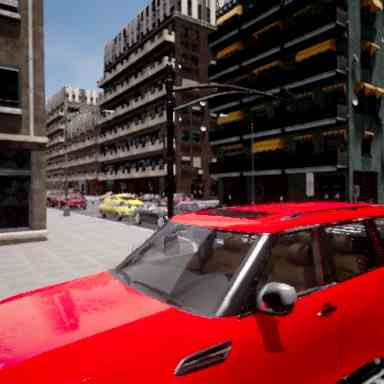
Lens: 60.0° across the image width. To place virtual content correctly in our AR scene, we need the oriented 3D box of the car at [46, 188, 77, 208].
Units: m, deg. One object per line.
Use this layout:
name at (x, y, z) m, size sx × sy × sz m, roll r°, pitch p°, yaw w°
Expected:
car at (-14.811, 0.678, 36.507) m, size 2.192 × 1.841 × 5.009 m, roll 0°, pitch 1°, yaw -36°

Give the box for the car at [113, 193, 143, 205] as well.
car at (-8.010, 0.811, 41.402) m, size 2.008 × 1.369 × 4.403 m, roll 0°, pitch 1°, yaw -36°

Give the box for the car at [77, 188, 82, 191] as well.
car at (-21.087, 0.275, 59.424) m, size 2.192 × 1.841 × 5.009 m, roll 0°, pitch 1°, yaw -36°

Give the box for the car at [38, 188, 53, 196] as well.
car at (-34.166, -0.022, 77.448) m, size 2.192 × 1.841 × 5.009 m, roll 0°, pitch 1°, yaw -36°

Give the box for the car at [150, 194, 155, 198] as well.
car at (-4.741, 0.887, 36.896) m, size 2.008 × 1.369 × 4.403 m, roll 0°, pitch 1°, yaw -36°

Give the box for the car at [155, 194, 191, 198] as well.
car at (-1.470, 0.853, 32.389) m, size 1.967 × 1.590 × 4.097 m, roll 0°, pitch 1°, yaw -36°

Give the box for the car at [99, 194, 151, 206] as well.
car at (-4.904, 1.119, 22.853) m, size 1.752 × 1.417 × 4.829 m, roll 0°, pitch 1°, yaw -36°

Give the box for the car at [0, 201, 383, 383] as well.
car at (0.630, 1.193, 3.699) m, size 5.566 × 2.045 × 2.150 m, roll -1°, pitch 1°, yaw -35°

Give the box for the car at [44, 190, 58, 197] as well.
car at (-30.898, 0.281, 72.945) m, size 1.887 × 1.381 × 4.507 m, roll 0°, pitch 1°, yaw -36°

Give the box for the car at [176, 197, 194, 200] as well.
car at (0.295, 1.236, 20.097) m, size 1.895 × 1.301 × 4.718 m, roll -1°, pitch 1°, yaw -36°

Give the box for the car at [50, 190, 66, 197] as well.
car at (-27.628, 0.362, 68.439) m, size 2.008 × 1.369 × 4.403 m, roll 0°, pitch 1°, yaw -36°

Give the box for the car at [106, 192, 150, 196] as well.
car at (-5.879, 0.968, 28.591) m, size 1.882 × 1.535 × 5.008 m, roll -1°, pitch 1°, yaw -36°

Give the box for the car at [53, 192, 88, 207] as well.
car at (-11.544, 0.984, 32.003) m, size 1.887 × 1.381 × 4.507 m, roll 0°, pitch 1°, yaw -36°

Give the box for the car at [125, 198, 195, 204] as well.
car at (-1.734, 1.219, 18.485) m, size 2.008 × 1.369 × 4.403 m, roll 0°, pitch 1°, yaw -36°

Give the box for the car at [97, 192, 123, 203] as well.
car at (-11.379, 0.708, 46.046) m, size 1.752 × 1.417 × 4.829 m, roll 0°, pitch 1°, yaw -36°
